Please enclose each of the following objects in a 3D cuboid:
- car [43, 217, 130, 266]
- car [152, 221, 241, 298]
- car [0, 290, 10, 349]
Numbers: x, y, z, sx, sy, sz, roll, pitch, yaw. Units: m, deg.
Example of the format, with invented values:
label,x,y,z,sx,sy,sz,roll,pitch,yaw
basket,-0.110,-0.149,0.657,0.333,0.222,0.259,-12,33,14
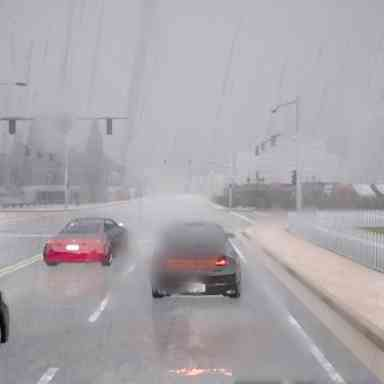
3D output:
label,x,y,z,sx,sy,sz,roll,pitch,yaw
car,-3.416,1.558,11.517,1.994,1.385,4.181,0,0,0
car,0.088,1.501,8.478,1.837,1.490,4.892,0,0,0
car,-3.408,1.490,2.609,2.128,1.511,4.902,0,0,0
